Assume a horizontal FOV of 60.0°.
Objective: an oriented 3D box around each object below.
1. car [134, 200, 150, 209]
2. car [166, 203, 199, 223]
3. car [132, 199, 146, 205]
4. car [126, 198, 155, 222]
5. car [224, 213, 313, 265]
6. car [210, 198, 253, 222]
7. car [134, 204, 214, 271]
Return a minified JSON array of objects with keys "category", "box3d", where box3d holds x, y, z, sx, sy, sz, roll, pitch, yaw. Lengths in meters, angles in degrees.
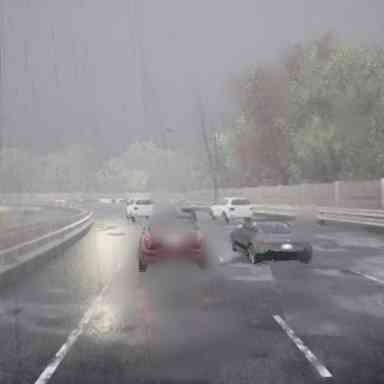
[{"category":"car","box3d":[-9.261,2.198,60.842,1.837,1.490,4.892,0,0,-22]},{"category":"car","box3d":[-0.984,1.831,30.204,1.837,1.490,4.892,0,-1,-16]},{"category":"car","box3d":[-13.605,2.503,85.731,2.128,1.511,4.902,0,-1,11]},{"category":"car","box3d":[-4.680,1.569,30.439,2.150,2.045,5.566,0,-1,-17]},{"category":"car","box3d":[2.714,1.682,12.289,1.994,1.385,4.181,0,-1,-6]},{"category":"car","box3d":[3.220,1.506,28.264,2.150,2.045,5.566,0,-1,-15]},{"category":"car","box3d":[-0.738,1.480,11.615,2.097,1.767,4.553,0,-1,-6]}]
